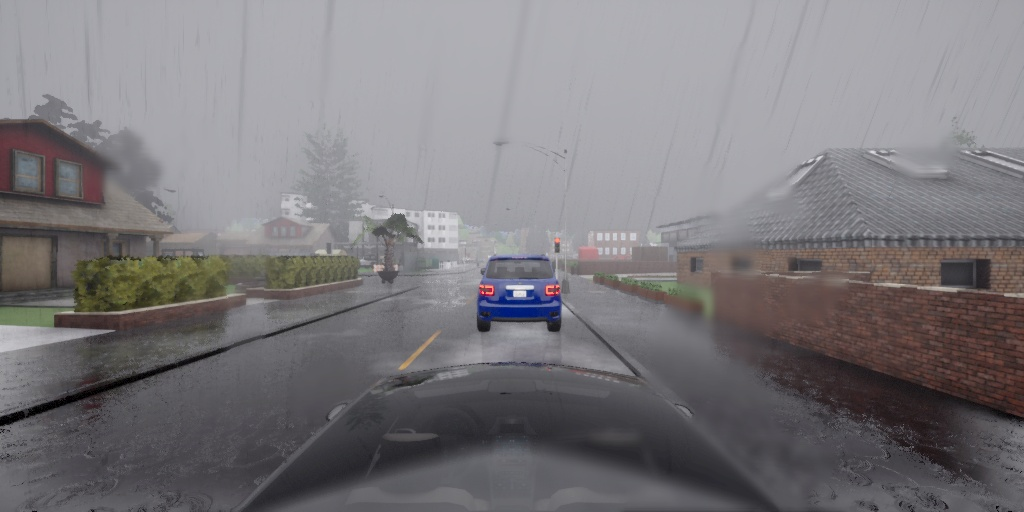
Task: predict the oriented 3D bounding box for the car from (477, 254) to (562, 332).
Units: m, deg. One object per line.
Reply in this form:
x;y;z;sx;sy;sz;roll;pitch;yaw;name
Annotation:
0.185;0.971;11.005;2.150;2.045;5.566;0;0;0;car

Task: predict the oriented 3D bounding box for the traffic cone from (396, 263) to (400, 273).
-15.056;1.558;46.450;0.344;0.586;0.344;0;0;0;traffic cone

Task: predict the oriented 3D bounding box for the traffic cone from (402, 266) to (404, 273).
-14.049;1.582;47.482;0.344;0.586;0.344;0;0;0;traffic cone

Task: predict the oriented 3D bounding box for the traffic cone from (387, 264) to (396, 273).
-15.421;1.561;45.883;0.344;0.586;0.344;0;0;0;traffic cone
